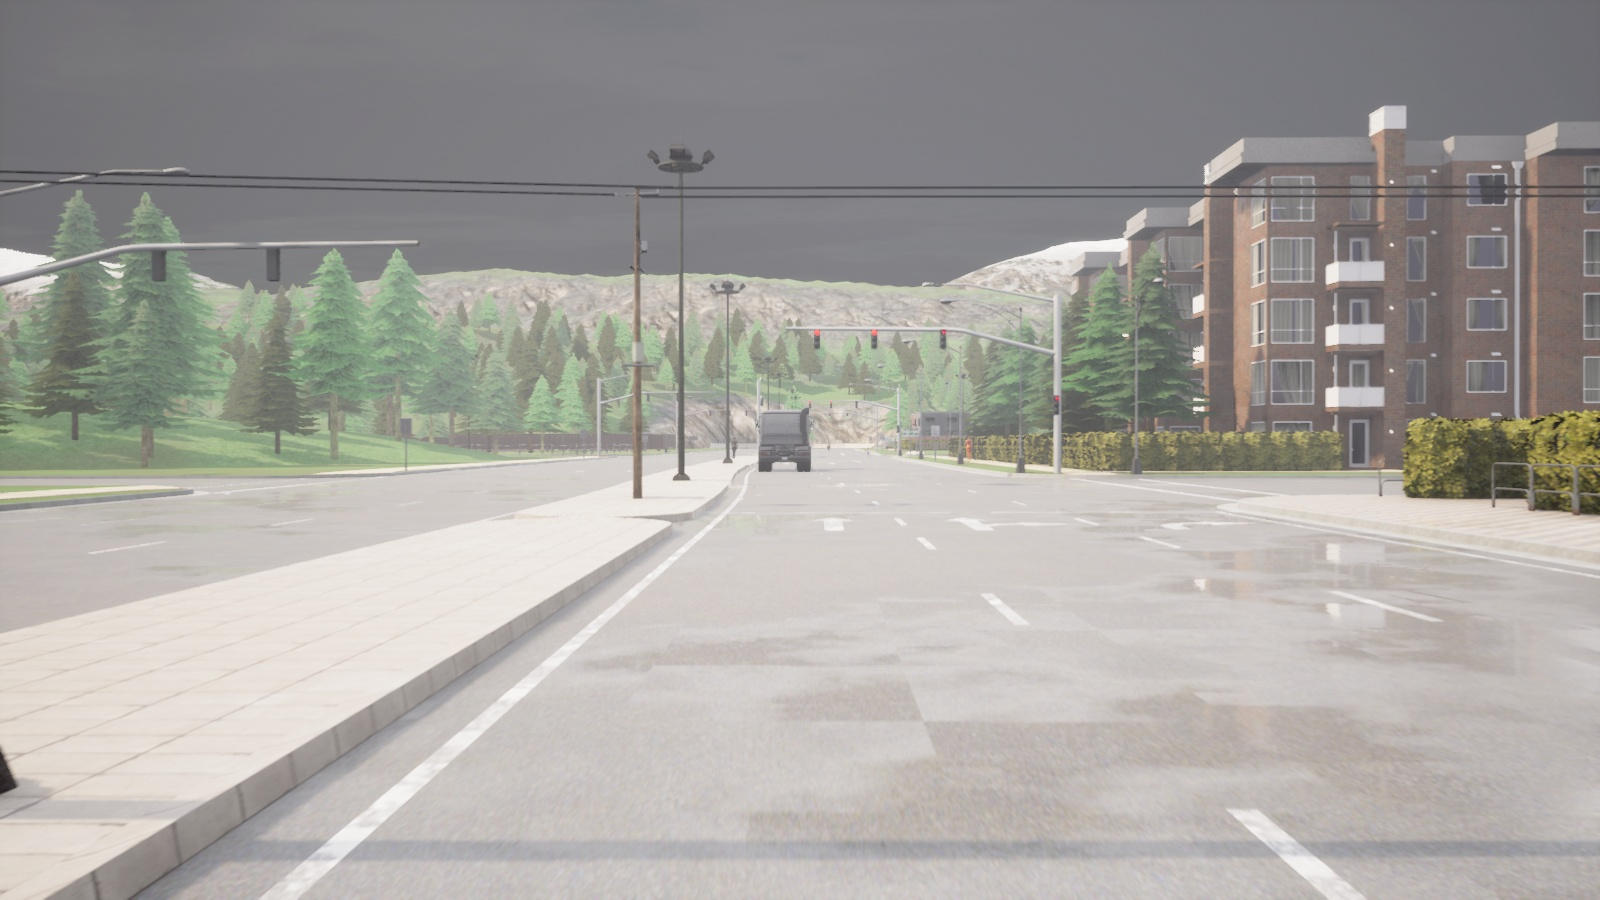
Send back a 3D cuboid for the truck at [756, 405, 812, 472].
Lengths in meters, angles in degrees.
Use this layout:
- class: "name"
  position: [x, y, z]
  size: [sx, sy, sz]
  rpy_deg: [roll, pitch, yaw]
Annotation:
- class: "truck"
  position: [-0.847, -0.622, 68.519]
  size: [2.891, 3.462, 7.936]
  rpy_deg: [0, 0, -1]
